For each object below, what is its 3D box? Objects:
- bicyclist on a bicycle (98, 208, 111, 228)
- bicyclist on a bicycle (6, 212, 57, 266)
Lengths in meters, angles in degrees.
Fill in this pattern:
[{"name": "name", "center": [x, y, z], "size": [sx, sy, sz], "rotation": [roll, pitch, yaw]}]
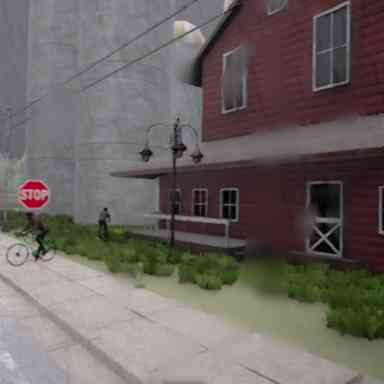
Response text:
[{"name": "bicyclist on a bicycle", "center": [-4.137, 1.562, 15.671], "size": [0.582, 1.620, 1.656], "rotation": [1, -2, 1]}, {"name": "bicyclist on a bicycle", "center": [-4.991, 1.447, 10.473], "size": [0.582, 1.620, 1.656], "rotation": [0, -1, 34]}]
